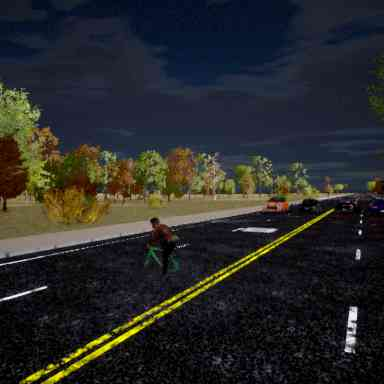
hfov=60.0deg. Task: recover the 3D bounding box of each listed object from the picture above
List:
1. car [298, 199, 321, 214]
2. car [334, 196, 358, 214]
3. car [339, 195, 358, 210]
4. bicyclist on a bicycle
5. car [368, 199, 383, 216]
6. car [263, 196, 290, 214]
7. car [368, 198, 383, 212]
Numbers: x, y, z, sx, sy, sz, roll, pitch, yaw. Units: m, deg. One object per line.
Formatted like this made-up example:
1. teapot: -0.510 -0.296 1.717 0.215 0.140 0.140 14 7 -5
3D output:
1. car: 12.688 1.504 35.792 1.837 1.490 4.892 0 0 27
2. car: 16.011 1.490 34.711 2.128 1.511 4.902 0 0 27
3. car: 20.641 1.350 43.686 2.097 1.767 4.553 0 0 27
4. bicyclist on a bicycle: -0.769 1.456 8.306 1.656 1.620 0.582 -3 -1 27
5. car: 17.952 1.525 31.503 1.812 1.442 4.674 0 0 28
6. car: 9.158 1.352 36.040 2.097 1.767 4.553 0 0 27
7. car: 22.503 1.545 40.314 2.033 1.411 5.357 0 0 28
